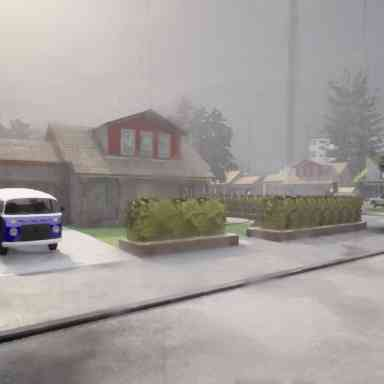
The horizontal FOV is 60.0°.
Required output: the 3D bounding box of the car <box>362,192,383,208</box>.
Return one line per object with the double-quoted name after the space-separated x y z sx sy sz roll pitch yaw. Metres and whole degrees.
22.993 0.985 40.726 3.866 1.878 1.905 0 0 -1 "car"
